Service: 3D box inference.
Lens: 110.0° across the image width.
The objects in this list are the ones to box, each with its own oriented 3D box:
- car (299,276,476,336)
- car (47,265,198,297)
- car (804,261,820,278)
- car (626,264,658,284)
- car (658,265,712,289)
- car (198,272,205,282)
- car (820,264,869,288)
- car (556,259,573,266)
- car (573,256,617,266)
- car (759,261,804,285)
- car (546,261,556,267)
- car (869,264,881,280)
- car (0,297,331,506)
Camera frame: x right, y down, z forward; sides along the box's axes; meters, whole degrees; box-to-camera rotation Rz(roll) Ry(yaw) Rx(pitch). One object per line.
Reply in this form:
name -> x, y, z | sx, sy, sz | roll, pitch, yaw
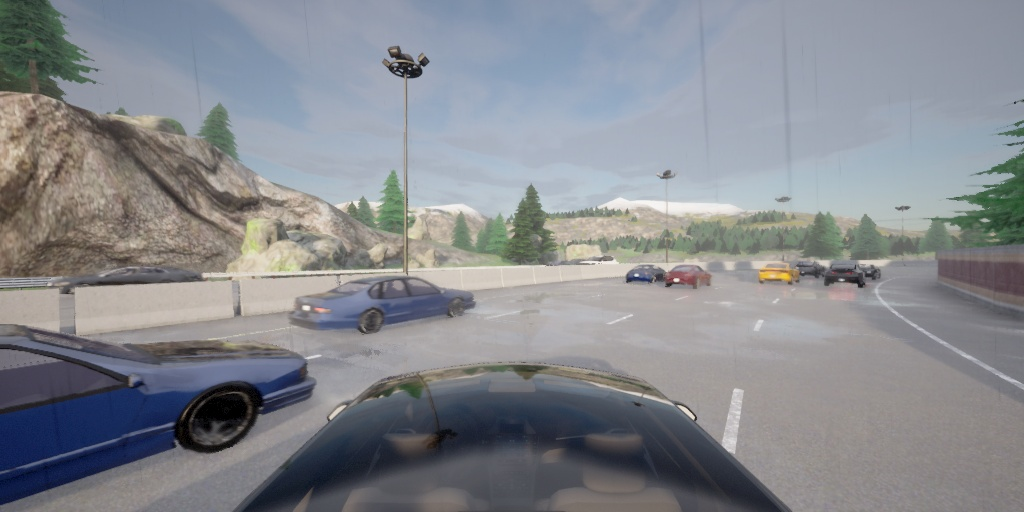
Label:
car -> -3.455, 1.297, 10.617 | 2.033, 1.411, 5.357 | 0, 0, 36
car -> -19.603, 1.241, 18.226 | 2.128, 1.511, 4.902 | 0, 0, 35
car -> 27.621, 1.241, 33.254 | 4.902, 1.511, 2.128 | 0, 0, -39
car -> 10.220, 1.315, 26.858 | 1.994, 1.385, 4.181 | 0, 0, 44
car -> 11.372, 1.276, 23.041 | 1.812, 1.442, 4.674 | 0, 0, 43
car -> -21.410, 1.314, 21.736 | 1.994, 1.385, 4.181 | 0, 0, 35
car -> 22.454, 1.255, 24.155 | 4.892, 1.490, 1.837 | 0, 0, -43
car -> 8.020, 1.101, 44.410 | 4.553, 1.767, 2.097 | 0, 0, -42
car -> 9.988, 0.973, 41.488 | 5.566, 2.045, 2.150 | 0, 0, -42
car -> 19.697, 1.228, 26.361 | 5.008, 1.535, 1.882 | 0, 0, -44
car -> 7.362, 1.304, 53.140 | 5.357, 1.411, 2.033 | 0, 0, -40
car -> 30.379, 1.351, 31.004 | 4.718, 1.301, 1.895 | 0, 0, -39
car -> -4.602, 1.297, 2.767 | 2.033, 1.411, 5.357 | 0, 0, 33
